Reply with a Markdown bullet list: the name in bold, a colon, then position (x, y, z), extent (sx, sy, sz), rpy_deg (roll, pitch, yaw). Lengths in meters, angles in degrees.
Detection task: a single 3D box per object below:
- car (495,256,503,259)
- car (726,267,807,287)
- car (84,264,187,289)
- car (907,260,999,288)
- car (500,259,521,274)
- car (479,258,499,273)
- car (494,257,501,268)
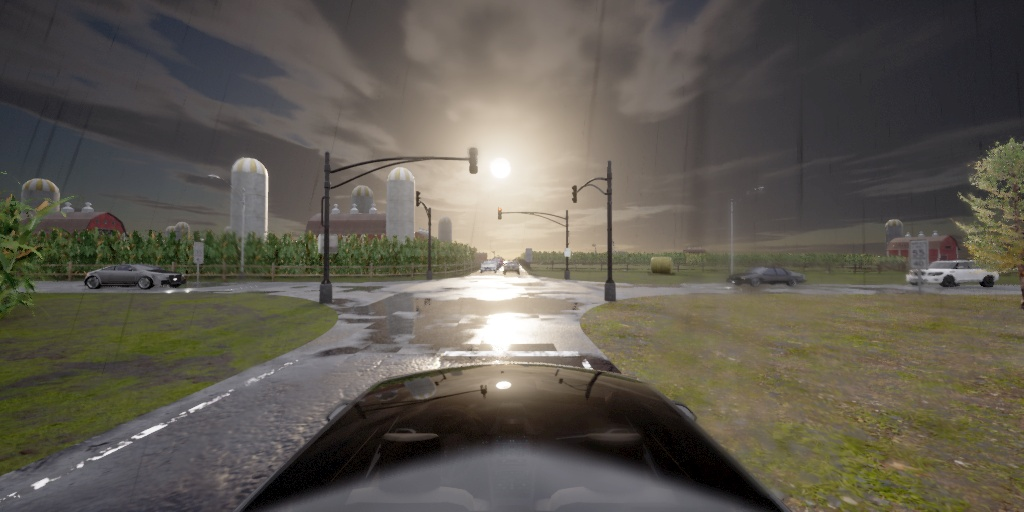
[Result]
- **car**: position (-2.864, 1.298, 62.624), extent (1.882, 1.535, 5.008), rpy_deg (0, 0, 0)
- **car**: position (18.685, 1.526, 26.366), extent (5.357, 1.411, 2.033), rpy_deg (1, -1, -8)
- **car**: position (-20.965, 1.118, 20.094), extent (4.181, 1.385, 1.994), rpy_deg (0, -1, -3)
- **car**: position (33.639, 1.331, 27.439), extent (5.566, 2.045, 2.150), rpy_deg (-1, -1, -4)
- **car**: position (-0.008, 1.334, 42.163), extent (2.033, 1.411, 5.357), rpy_deg (0, 0, 1)
- **car**: position (-2.800, 1.314, 43.446), extent (1.812, 1.442, 4.674), rpy_deg (0, 0, -1)
- **car**: position (-2.850, 1.328, 52.604), extent (1.812, 1.442, 4.674), rpy_deg (0, 0, 0)
